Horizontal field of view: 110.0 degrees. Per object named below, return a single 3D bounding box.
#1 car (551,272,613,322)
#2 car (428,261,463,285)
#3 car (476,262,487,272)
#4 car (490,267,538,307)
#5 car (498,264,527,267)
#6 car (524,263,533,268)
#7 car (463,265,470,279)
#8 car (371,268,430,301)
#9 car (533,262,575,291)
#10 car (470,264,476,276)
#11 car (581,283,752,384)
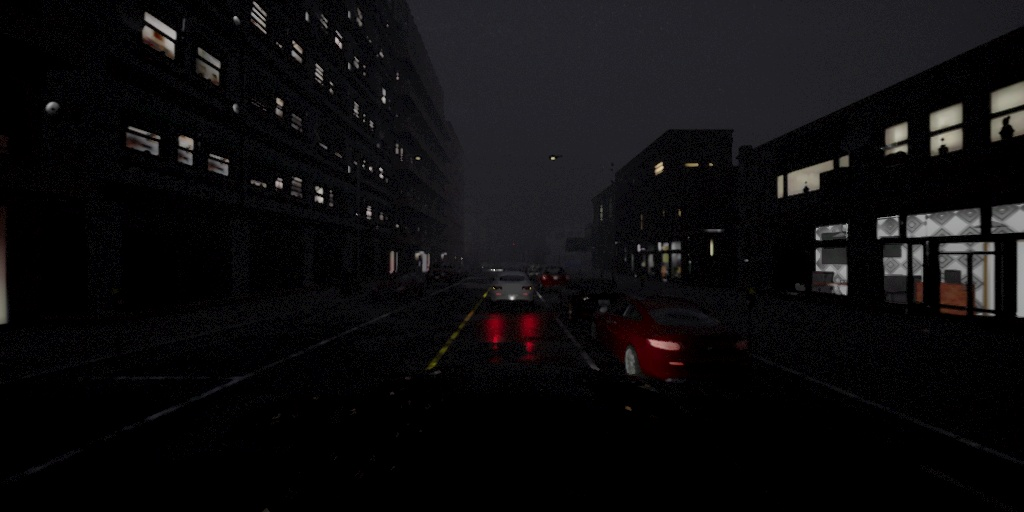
[{"bbox_3d":[2.696,1.418,12.566,1.948,1.339,4.313,0,0,0],"label":"car"},{"bbox_3d":[-5.676,1.336,29.662,2.192,1.841,5.009,0,0,0],"label":"car"},{"bbox_3d":[-5.662,1.884,58.144,1.948,1.339,4.313,0,0,0],"label":"car"},{"bbox_3d":[0.012,1.414,16.237,1.812,1.442,4.674,0,0,0],"label":"car"},{"bbox_3d":[0.017,1.635,30.950,1.895,1.301,4.718,0,-1,0],"label":"car"},{"bbox_3d":[2.711,1.687,41.047,2.007,1.370,4.403,0,0,0],"label":"car"},{"bbox_3d":[-5.673,1.518,35.359,1.967,1.591,4.097,0,0,0],"label":"car"},{"bbox_3d":[-5.682,1.490,18.270,1.802,1.307,4.207,0,0,0],"label":"car"},{"bbox_3d":[2.701,1.404,23.958,1.967,1.591,4.097,0,0,0],"label":"car"},{"bbox_3d":[-5.670,1.688,41.056,2.007,1.370,4.403,0,0,0],"label":"car"},{"bbox_3d":[2.693,1.380,6.870,1.802,1.307,4.207,0,0,0],"label":"car"}]
